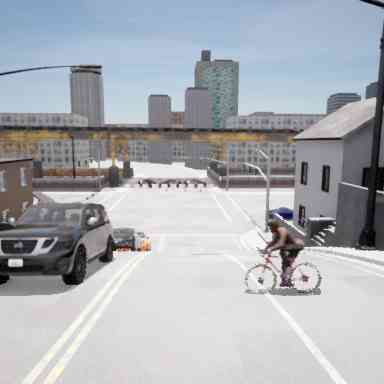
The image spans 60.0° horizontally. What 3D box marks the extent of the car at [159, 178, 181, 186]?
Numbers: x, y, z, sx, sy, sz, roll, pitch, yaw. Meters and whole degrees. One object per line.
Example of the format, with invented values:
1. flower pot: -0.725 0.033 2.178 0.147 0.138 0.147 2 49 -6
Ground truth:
1. car: -4.616 -2.091 70.465 4.536 1.218 1.853 -6 11 -37

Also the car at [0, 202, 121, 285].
1. car: -3.817 1.309 9.827 2.150 2.045 5.566 0 -3 -2

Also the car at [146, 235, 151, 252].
1. car: -4.333 3.838 25.621 2.097 1.767 4.553 0 -8 -3

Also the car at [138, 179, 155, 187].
1. car: -9.264 -1.933 70.344 4.974 1.542 2.038 8 11 42

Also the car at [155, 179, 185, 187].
1. car: -4.657 -1.930 70.456 4.974 1.542 2.038 -6 11 -37

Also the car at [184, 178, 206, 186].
1. car: 0.645 -2.201 71.355 4.536 1.218 1.853 5 10 27

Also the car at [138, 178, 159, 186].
1. car: -9.302 -2.094 70.355 4.536 1.218 1.853 8 11 42

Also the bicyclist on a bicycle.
1. bicyclist on a bicycle: 1.953 1.431 7.201 1.656 1.620 0.582 -2 0 0

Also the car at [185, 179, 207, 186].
1. car: 0.691 -2.042 71.355 4.974 1.542 2.038 5 10 27

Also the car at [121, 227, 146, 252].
1. car: -4.163 2.927 20.290 1.837 1.490 4.892 0 -12 -2

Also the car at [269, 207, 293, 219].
1. car: 11.602 2.627 41.102 4.181 1.385 1.994 0 8 -1
